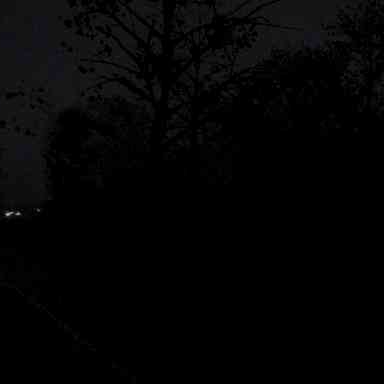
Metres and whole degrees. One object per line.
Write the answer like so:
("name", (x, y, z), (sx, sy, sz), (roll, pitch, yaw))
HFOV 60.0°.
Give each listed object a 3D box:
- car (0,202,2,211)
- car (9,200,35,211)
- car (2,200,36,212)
("car", (-26.901, 1.950, 44.598), (1.882, 1.535, 5.008), (0, -2, -2))
("car", (-27.325, 2.135, 53.711), (2.097, 1.767, 4.553), (0, -2, -3))
("car", (-23.451, 2.056, 45.857), (2.033, 1.411, 5.357), (0, -2, -2))
